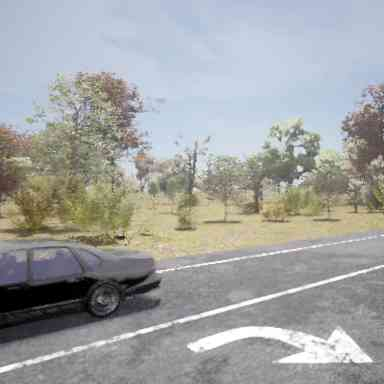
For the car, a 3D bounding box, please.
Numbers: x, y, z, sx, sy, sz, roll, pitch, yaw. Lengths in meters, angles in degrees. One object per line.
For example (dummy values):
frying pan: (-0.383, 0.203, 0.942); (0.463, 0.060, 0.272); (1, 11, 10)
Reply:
car: (-3.164, 1.592, 5.922); (5.357, 1.411, 2.033); (0, 0, -36)
